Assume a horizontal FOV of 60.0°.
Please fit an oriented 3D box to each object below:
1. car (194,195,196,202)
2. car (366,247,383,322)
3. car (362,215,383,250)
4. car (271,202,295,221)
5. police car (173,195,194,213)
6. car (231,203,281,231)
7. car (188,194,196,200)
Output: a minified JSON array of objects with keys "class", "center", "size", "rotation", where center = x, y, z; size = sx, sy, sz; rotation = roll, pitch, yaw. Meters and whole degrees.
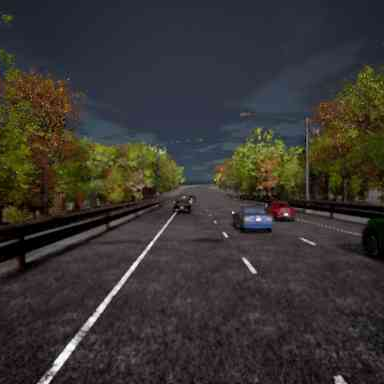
[{"class":"car","center":[-0.013,1.416,71.348],"size":[1.837,1.490,4.892],"rotation":[0,0,0]},{"class":"car","center":[3.599,1.547,2.183],"size":[2.033,1.411,5.357],"rotation":[0,0,0]},{"class":"car","center":[7.099,1.221,9.432],"size":[2.150,2.045,5.566],"rotation":[0,0,0]},{"class":"car","center":[7.095,1.521,27.348],"size":[1.812,1.442,4.674],"rotation":[0,0,0]},{"class":"police car","center":[-1.057,1.418,37.195],"size":[1.930,1.638,5.238],"rotation":[0,0,0]},{"class":"car","center":[3.597,1.544,20.456],"size":[2.033,1.411,5.357],"rotation":[0,0,0]},{"class":"car","center":[-0.016,1.311,86.941],"size":[1.994,1.385,4.181],"rotation":[0,1,0]}]
